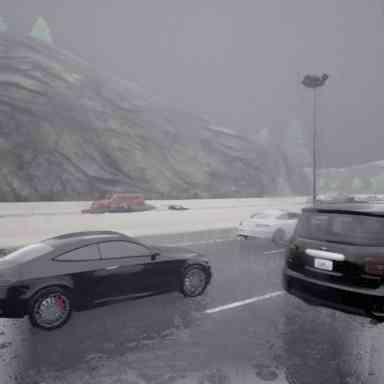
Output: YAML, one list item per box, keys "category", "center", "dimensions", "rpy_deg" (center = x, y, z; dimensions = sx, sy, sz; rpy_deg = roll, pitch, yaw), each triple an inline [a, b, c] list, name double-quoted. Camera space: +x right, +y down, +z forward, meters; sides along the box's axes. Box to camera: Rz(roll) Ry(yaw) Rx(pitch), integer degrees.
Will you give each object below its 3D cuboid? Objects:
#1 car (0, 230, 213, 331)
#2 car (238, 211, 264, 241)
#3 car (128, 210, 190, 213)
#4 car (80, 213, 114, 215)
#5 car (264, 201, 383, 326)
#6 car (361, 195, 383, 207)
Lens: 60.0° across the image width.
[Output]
- category: "car"
  center: [-1.719, 1.526, 6.821]
  dimensions: [4.674, 1.442, 1.812]
  rpy_deg: [0, 0, -36]
- category: "car"
  center: [4.151, 1.527, 15.425]
  dimensions: [4.674, 1.442, 1.812]
  rpy_deg: [0, 0, -37]
- category: "car"
  center: [-1.901, 1.602, 24.253]
  dimensions: [4.718, 1.301, 1.895]
  rpy_deg: [0, 0, -37]
- category: "car"
  center: [-6.062, 1.602, 25.532]
  dimensions: [4.718, 1.301, 1.895]
  rpy_deg: [0, 0, -36]
- category: "car"
  center: [4.233, 1.222, 6.785]
  dimensions: [5.566, 2.045, 2.150]
  rpy_deg: [0, 0, -36]
- category: "car"
  center: [28.298, 1.356, 52.136]
  dimensions: [2.097, 1.767, 4.553]
  rpy_deg: [0, 0, 42]
